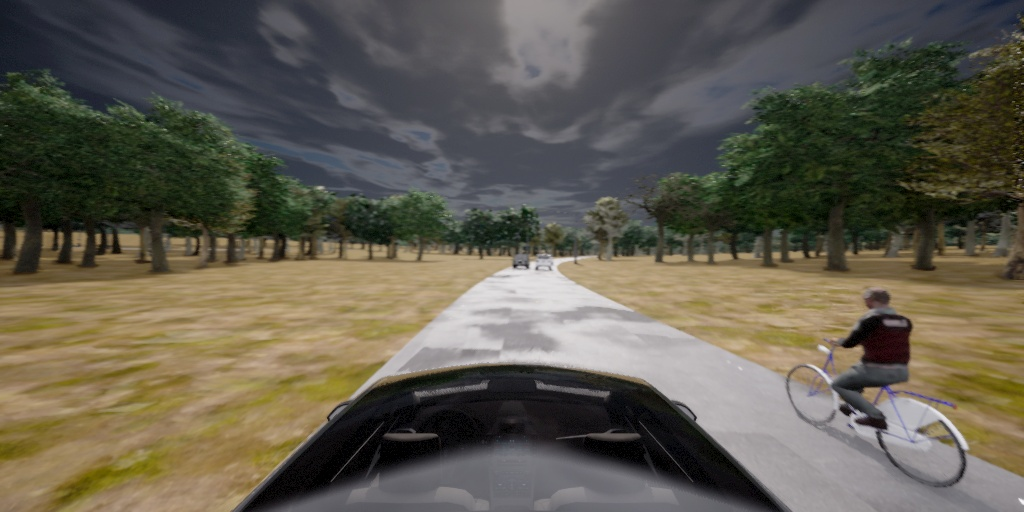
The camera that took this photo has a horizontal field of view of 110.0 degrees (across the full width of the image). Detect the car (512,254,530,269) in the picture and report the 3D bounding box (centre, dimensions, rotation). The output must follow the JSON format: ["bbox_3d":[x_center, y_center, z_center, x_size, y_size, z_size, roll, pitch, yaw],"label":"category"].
[{"bbox_3d":[1.307,0.763,50.756,2.150,2.045,5.566,1,1,6],"label":"car"}]

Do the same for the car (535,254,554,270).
[{"bbox_3d":[4.420,0.847,50.088,2.150,2.045,5.566,1,0,5],"label":"car"}]

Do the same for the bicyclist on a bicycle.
[{"bbox_3d":[3.698,1.196,3.863,0.659,1.776,1.843,1,0,-2],"label":"bicyclist on a bicycle"}]
